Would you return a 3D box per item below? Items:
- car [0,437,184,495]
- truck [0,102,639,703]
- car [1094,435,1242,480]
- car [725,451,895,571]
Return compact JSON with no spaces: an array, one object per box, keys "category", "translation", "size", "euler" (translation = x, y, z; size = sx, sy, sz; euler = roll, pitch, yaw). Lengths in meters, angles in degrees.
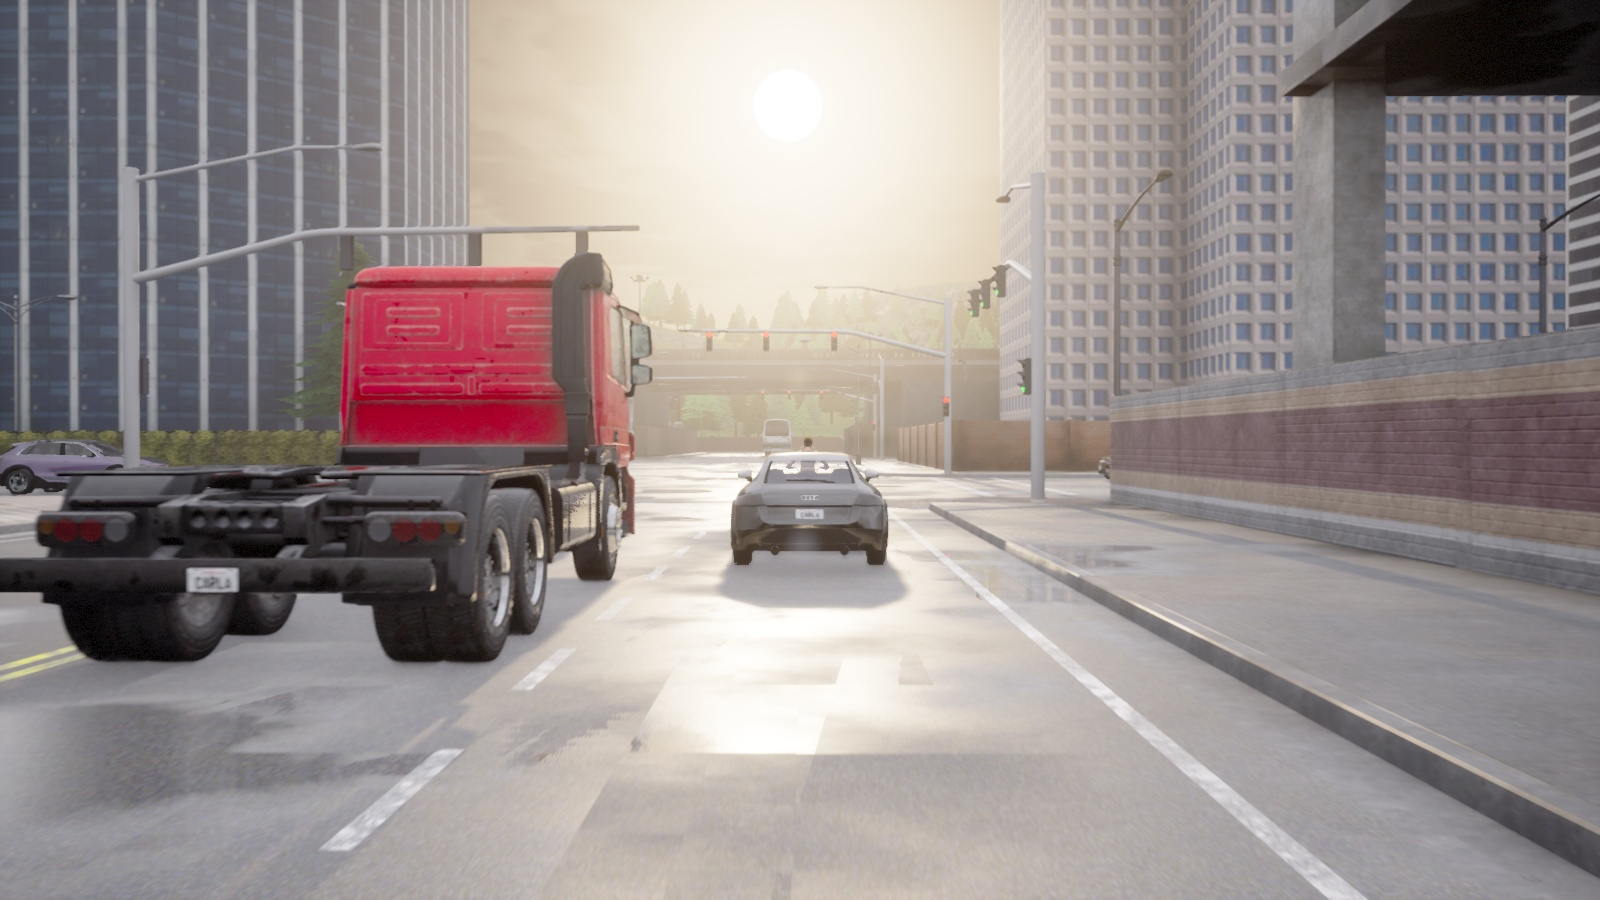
[{"category":"car","translation":[-21.179,0.452,37.198],"size":[4.856,1.649,2.033],"euler":[0,0,0]},{"category":"truck","translation":[-3.420,-0.301,11.219],"size":[2.891,3.462,7.936],"euler":[0,0,0]},{"category":"car","translation":[13.977,0.266,47.899],"size":[5.027,1.651,2.152],"euler":[0,0,1]},{"category":"car","translation":[0.115,0.716,16.827],"size":[1.994,1.385,4.181],"euler":[0,0,0]}]
